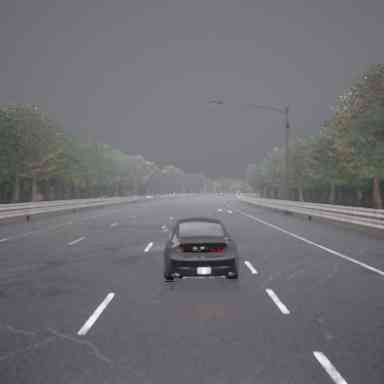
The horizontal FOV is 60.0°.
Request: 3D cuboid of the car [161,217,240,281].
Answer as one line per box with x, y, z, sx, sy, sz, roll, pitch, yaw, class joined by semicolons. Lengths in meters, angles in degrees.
0.171;1.489;9.798;1.837;1.490;4.892;-1;0;-2;car
